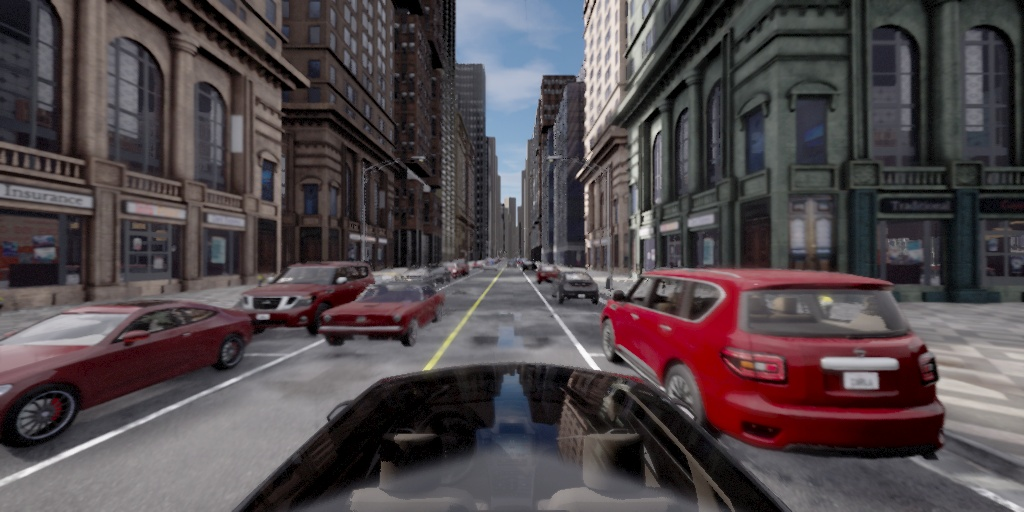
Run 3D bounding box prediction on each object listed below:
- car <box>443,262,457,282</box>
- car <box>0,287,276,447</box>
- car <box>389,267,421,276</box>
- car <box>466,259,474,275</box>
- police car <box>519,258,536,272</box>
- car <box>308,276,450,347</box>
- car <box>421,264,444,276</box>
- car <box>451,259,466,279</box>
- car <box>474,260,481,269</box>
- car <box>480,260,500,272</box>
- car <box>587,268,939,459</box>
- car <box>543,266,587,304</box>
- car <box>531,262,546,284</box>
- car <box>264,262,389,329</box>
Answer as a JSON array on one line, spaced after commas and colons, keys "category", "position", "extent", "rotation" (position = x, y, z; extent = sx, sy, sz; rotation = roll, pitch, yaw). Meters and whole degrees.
[{"category": "car", "position": [-5.771, 1.416, 27.625], "extent": [1.948, 1.339, 4.313], "rotation": [0, 0, 0]}, {"category": "car", "position": [-5.764, 1.345, 5.218], "extent": [1.802, 1.307, 4.207], "rotation": [0, 0, 0]}, {"category": "car", "position": [-5.767, 1.332, 16.252], "extent": [1.751, 1.417, 4.829], "rotation": [0, 0, 0]}, {"category": "car", "position": [-5.774, 1.208, 38.828], "extent": [2.192, 1.841, 5.009], "rotation": [0, 0, 0]}, {"category": "police car", "position": [2.351, 1.360, 49.437], "extent": [1.930, 1.638, 5.238], "rotation": [0, 0, 0]}, {"category": "car", "position": [-3.103, 1.381, 9.575], "extent": [1.895, 1.301, 4.718], "rotation": [0, 0, 0]}, {"category": "car", "position": [-5.769, 1.379, 22.023], "extent": [2.007, 1.370, 4.403], "rotation": [0, 0, 0]}, {"category": "car", "position": [-5.773, 1.312, 33.227], "extent": [1.967, 1.591, 4.097], "rotation": [0, 0, 0]}, {"category": "car", "position": [-5.781, 1.565, 61.235], "extent": [1.802, 1.307, 4.207], "rotation": [0, 0, 0]}, {"category": "car", "position": [-3.088, 1.542, 50.934], "extent": [1.895, 1.301, 4.718], "rotation": [0, 0, 0]}, {"category": "car", "position": [2.761, 1.078, 5.224], "extent": [2.192, 1.841, 5.009], "rotation": [0, 0, 0]}, {"category": "car", "position": [2.758, 1.357, 16.429], "extent": [2.007, 1.370, 4.403], "rotation": [0, 0, 0]}, {"category": "car", "position": [2.754, 1.395, 27.633], "extent": [1.888, 1.381, 4.507], "rotation": [0, 0, 0]}, {"category": "car", "position": [-5.766, 1.100, 10.820], "extent": [2.192, 1.841, 5.009], "rotation": [0, 0, 0]}]
